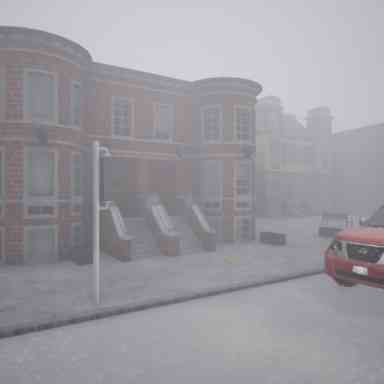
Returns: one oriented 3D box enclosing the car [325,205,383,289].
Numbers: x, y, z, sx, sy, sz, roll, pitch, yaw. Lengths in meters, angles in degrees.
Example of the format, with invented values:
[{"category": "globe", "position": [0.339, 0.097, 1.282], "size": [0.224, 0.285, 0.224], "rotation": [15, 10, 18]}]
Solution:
[{"category": "car", "position": [5.687, 1.223, 8.097], "size": [5.566, 2.045, 2.150], "rotation": [1, 0, -32]}]
